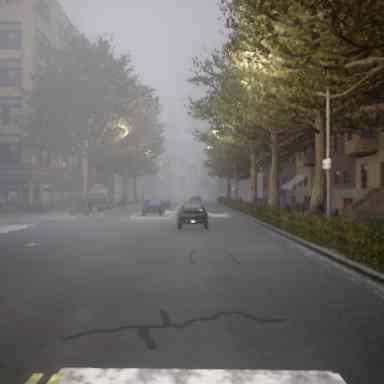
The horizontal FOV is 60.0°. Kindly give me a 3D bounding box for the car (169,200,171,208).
[{"bbox_3d":[-3.678,1.514,42.223,1.895,1.301,4.718,0,0,0],"label":"car"}]

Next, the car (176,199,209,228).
[{"bbox_3d":[0.048,1.460,21.923,1.837,1.490,4.892,0,0,0],"label":"car"}]

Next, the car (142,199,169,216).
[{"bbox_3d":[-3.683,1.411,32.404,1.882,1.535,5.008,0,0,1],"label":"car"}]

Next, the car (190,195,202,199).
[{"bbox_3d":[0.754,1.390,66.162,1.812,1.442,4.674,0,0,12],"label":"car"}]
